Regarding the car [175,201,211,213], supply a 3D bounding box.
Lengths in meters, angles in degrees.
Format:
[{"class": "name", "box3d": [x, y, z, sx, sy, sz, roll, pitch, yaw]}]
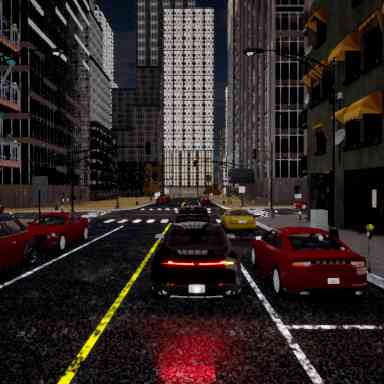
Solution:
[{"class": "car", "box3d": [0.060, 1.475, 18.706, 1.882, 1.535, 5.008, 0, 0, 0]}]

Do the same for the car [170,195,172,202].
[{"class": "car", "box3d": [-5.834, 1.310, 68.622, 2.192, 1.841, 5.009, -1, 0, 0]}]

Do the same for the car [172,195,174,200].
[{"class": "car", "box3d": [-5.845, 1.310, 74.181, 2.192, 1.841, 5.009, -1, 0, 0]}]

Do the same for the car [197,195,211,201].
[{"class": "car", "box3d": [2.558, 1.435, 63.077, 1.967, 1.590, 4.097, -1, 0, 0]}]

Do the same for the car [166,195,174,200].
[{"class": "car", "box3d": [-5.875, 1.541, 90.859, 1.887, 1.381, 4.507, -1, 0, 0]}]

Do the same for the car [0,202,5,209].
[{"class": "car", "box3d": [-23.922, 1.744, 38.300, 4.097, 1.590, 1.967, -1, 1, -1]}]

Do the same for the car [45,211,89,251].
[{"class": "car", "box3d": [-5.726, 1.542, 14.026, 1.887, 1.381, 4.507, -1, 0, 0]}]

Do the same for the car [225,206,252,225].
[{"class": "car", "box3d": [2.644, 1.522, 19.721, 1.752, 1.417, 4.829, -1, 0, 0]}]

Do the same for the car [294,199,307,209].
[{"class": "car", "box3d": [14.176, 1.254, 38.698, 4.507, 1.381, 1.887, -1, 1, -1]}]

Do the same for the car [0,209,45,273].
[{"class": "car", "box3d": [-5.716, 1.438, 8.502, 1.967, 1.590, 4.097, -1, 0, 0]}]

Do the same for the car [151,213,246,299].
[{"class": "car", "box3d": [0.082, 1.503, 8.434, 1.837, 1.490, 4.892, 0, 0, 0]}]

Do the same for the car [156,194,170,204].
[{"class": "car", "box3d": [-5.821, 1.540, 63.062, 1.887, 1.381, 4.507, -1, 0, 0]}]

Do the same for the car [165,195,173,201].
[{"class": "car", "box3d": [-5.865, 1.521, 85.130, 1.752, 1.417, 4.829, -1, 0, 0]}]

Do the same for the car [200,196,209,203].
[{"class": "car", "box3d": [2.548, 1.520, 68.807, 1.752, 1.417, 4.829, -1, 0, 0]}]

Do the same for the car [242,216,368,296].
[{"class": "car", "box3d": [2.666, 1.543, 8.504, 1.887, 1.381, 4.507, -1, 0, 0]}]
